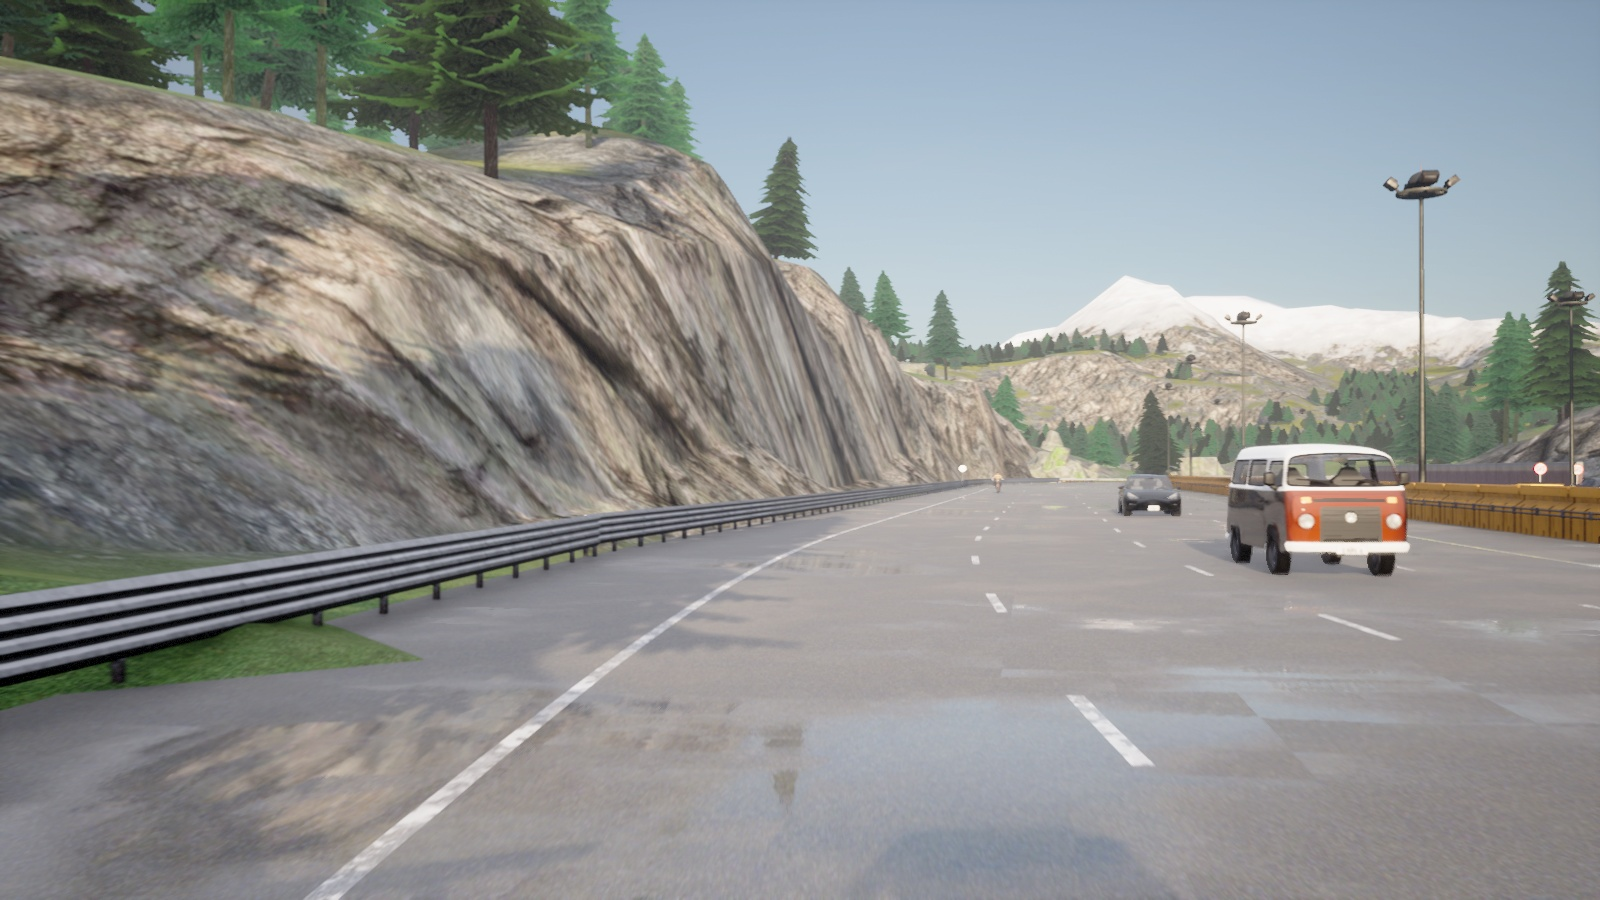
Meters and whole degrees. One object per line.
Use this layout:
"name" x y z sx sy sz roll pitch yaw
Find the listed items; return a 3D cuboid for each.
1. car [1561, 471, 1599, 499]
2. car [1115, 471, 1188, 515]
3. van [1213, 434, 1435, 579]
"car" 41.552 1.798 65.143 2.033 1.411 5.357 -1 -1 14
"car" 12.631 1.528 45.419 2.163 1.488 4.792 0 -1 11
"van" 8.142 0.843 20.012 2.069 2.038 4.480 -1 -1 7
